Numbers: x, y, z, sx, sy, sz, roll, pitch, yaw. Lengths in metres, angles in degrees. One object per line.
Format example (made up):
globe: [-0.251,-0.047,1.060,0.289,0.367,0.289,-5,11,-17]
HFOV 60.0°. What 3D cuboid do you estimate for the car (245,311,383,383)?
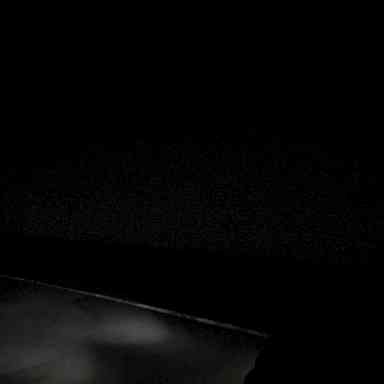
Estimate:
car: [2.660,1.585,2.014,4.718,1.301,1.895,0,0,35]
